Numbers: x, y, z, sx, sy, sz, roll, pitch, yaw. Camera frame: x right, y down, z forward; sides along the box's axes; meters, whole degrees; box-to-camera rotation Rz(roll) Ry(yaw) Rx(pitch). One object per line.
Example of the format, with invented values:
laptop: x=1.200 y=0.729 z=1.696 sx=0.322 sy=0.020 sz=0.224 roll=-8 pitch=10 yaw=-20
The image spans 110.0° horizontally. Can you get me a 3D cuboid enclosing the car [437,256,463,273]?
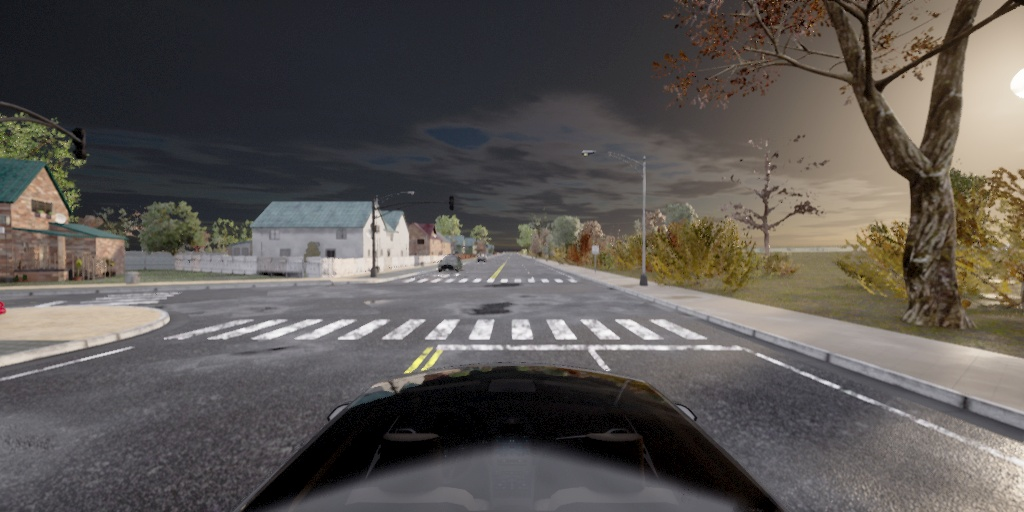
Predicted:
car: x=-6.417 y=0.787 z=37.713 sx=2.097 sy=1.767 sz=4.553 roll=0 pitch=0 yaw=0
